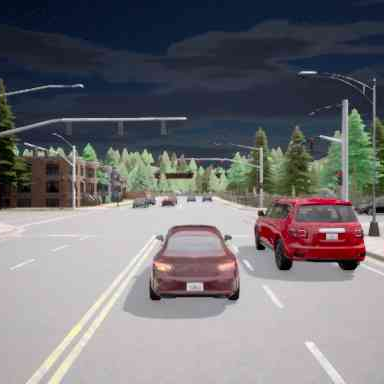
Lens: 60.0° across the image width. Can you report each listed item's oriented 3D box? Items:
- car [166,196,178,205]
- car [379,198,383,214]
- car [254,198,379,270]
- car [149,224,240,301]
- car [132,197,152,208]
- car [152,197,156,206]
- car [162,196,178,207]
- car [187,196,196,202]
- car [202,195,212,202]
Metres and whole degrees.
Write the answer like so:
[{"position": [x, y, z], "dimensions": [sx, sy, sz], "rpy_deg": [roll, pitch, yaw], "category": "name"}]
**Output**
[{"position": [-3.648, 1.501, 61.982], "dimensions": [1.837, 1.490, 4.892], "rpy_deg": [0, 0, 0], "category": "car"}, {"position": [18.275, 1.350, 32.491], "dimensions": [4.553, 1.767, 2.097], "rpy_deg": [0, 0, 0], "category": "car"}, {"position": [3.558, 1.221, 11.107], "dimensions": [2.150, 2.045, 5.566], "rpy_deg": [0, 0, 0], "category": "car"}, {"position": [0.050, 1.525, 8.227], "dimensions": [1.812, 1.442, 4.674], "rpy_deg": [0, 0, 0], "category": "car"}, {"position": [-7.161, 1.502, 46.916], "dimensions": [1.837, 1.490, 4.892], "rpy_deg": [0, 0, 0], "category": "car"}, {"position": [-7.174, 1.543, 56.660], "dimensions": [2.033, 1.411, 5.357], "rpy_deg": [0, 0, 0], "category": "car"}, {"position": [-3.643, 1.597, 51.695], "dimensions": [1.895, 1.301, 4.718], "rpy_deg": [0, 0, 0], "category": "car"}, {"position": [-0.119, 1.548, 74.618], "dimensions": [1.994, 1.385, 4.181], "rpy_deg": [0, 0, 0], "category": "car"}, {"position": [3.389, 1.350, 74.389], "dimensions": [2.097, 1.767, 4.553], "rpy_deg": [0, 0, 0], "category": "car"}]
